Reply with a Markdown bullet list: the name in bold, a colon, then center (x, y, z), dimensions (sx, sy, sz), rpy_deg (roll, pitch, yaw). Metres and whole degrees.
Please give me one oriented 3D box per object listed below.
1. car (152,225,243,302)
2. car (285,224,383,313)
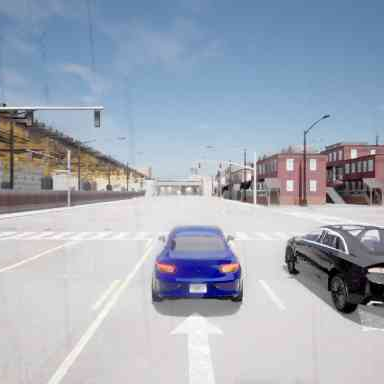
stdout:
- **car**: center (0.106, 1.526, 8.142), dimensions (1.812, 1.442, 4.674), rpy_deg (0, 0, 0)
- **car**: center (3.609, 1.492, 7.650), dimensions (2.128, 1.511, 4.902), rpy_deg (0, 0, -1)
